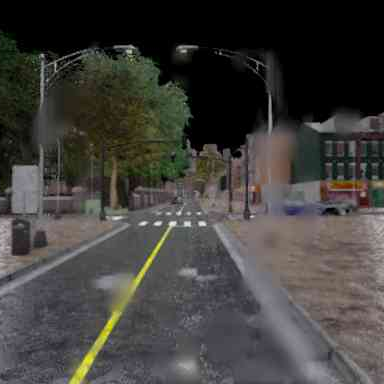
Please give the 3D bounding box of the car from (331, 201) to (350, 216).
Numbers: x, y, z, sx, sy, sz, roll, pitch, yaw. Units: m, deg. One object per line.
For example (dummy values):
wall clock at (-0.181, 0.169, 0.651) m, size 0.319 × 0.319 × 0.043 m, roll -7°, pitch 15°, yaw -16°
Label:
car at (12.381, 1.495, 31.001) m, size 4.313 × 1.339 × 1.947 m, roll 0°, pitch -1°, yaw 0°

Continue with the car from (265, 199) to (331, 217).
car at (8.756, 1.381, 28.368) m, size 5.008 × 1.535 × 1.882 m, roll 0°, pitch -1°, yaw 0°

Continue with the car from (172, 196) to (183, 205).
car at (-2.769, 1.615, 62.435) m, size 1.837 × 1.490 × 4.892 m, roll 0°, pitch 0°, yaw 1°
